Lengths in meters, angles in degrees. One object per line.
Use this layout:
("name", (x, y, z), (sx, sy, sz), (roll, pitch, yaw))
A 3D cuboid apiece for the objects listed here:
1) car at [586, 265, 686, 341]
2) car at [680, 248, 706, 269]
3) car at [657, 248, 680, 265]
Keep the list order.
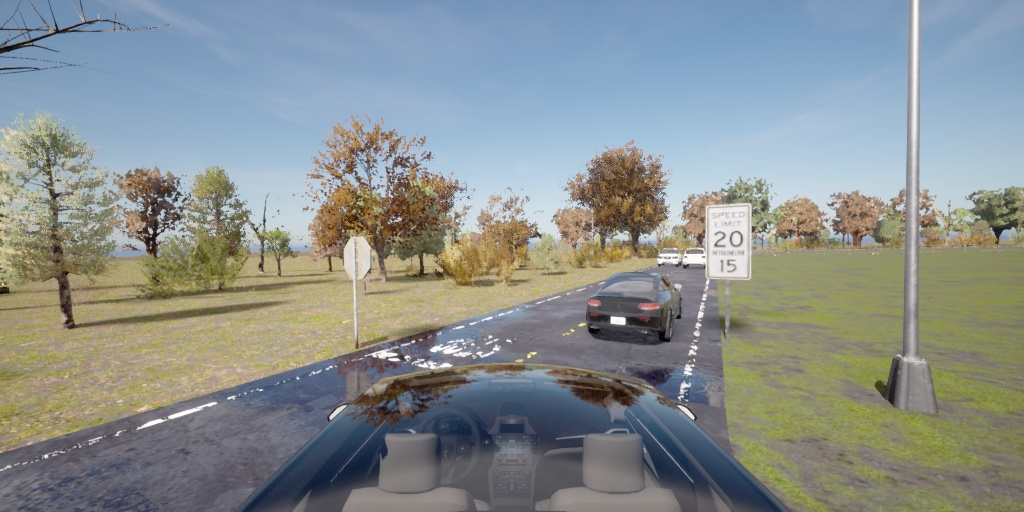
("car", (3.336, 1.136, 9.449), (1.812, 1.442, 4.674), (0, 1, 30))
("car", (18.948, 0.210, 36.927), (2.150, 2.045, 5.566), (0, 1, 30))
("car", (18.260, 0.132, 41.402), (2.150, 2.045, 5.566), (0, 1, 30))
